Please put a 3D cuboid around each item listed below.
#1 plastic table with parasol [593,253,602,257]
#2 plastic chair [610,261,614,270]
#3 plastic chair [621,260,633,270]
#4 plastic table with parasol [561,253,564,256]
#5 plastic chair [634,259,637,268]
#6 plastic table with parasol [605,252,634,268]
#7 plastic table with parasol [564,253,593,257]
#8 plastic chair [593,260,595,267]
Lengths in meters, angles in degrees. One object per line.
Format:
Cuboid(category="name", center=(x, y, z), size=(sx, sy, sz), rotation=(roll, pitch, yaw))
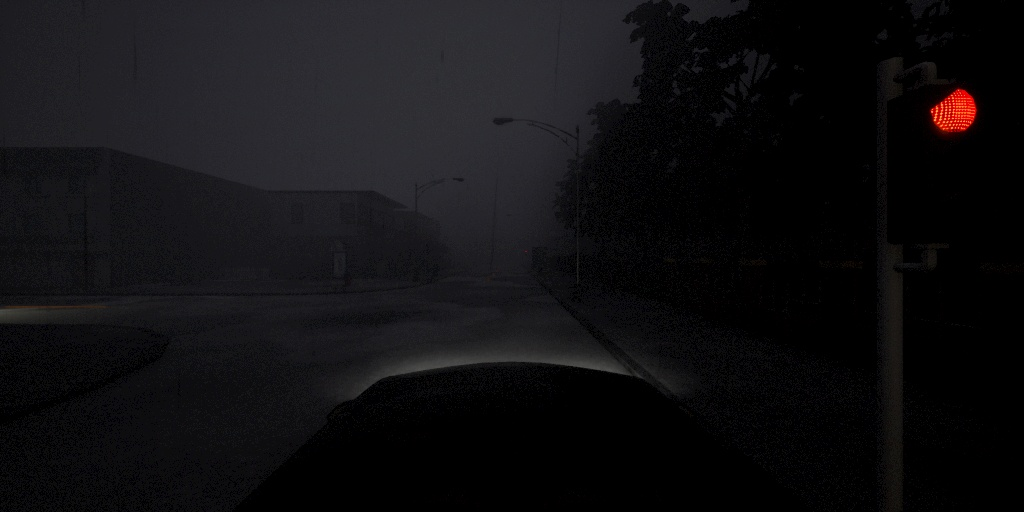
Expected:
Cuboid(category="plastic table with parasol", center=(14.667, 0.673, 59.396), size=(2.482, 2.480, 2.482), rotation=(0, 0, -42))
Cuboid(category="plastic chair", center=(14.316, 1.306, 50.280), size=(0.730, 1.272, 0.750), rotation=(0, 0, -35))
Cuboid(category="plastic chair", center=(16.022, 1.296, 50.184), size=(0.750, 1.272, 0.730), rotation=(0, 0, -40))
Cuboid(category="plastic table with parasol", center=(10.680, 0.705, 62.362), size=(2.482, 2.480, 2.482), rotation=(0, 0, -40))
Cuboid(category="plastic chair", center=(18.643, 1.161, 54.631), size=(0.750, 1.272, 0.730), rotation=(0, 0, -39))
Cuboid(category="plastic table with parasol", center=(15.289, 0.694, 51.182), size=(2.482, 2.480, 2.482), rotation=(0, 0, -40))
Cuboid(category="plastic table with parasol", center=(9.970, 0.684, 53.921), size=(2.482, 2.480, 2.482), rotation=(0, 0, -40))
Cuboid(category="plastic chair", center=(13.715, 1.304, 58.508), size=(0.730, 1.272, 0.750), rotation=(0, 0, -35))
